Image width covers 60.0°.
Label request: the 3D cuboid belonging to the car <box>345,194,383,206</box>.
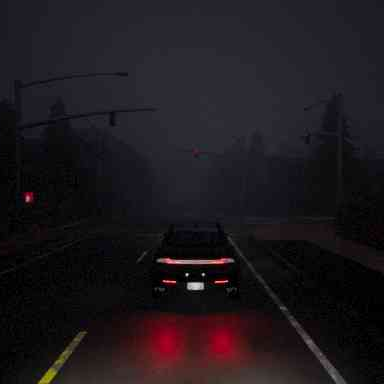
[{"bbox_3d":[15.881,1.202,28.964,5.566,2.045,2.150,0,0,-8],"label":"car"}]

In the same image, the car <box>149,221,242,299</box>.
[{"bbox_3d":[0.084,1.491,8.444,2.128,1.511,4.902,0,0,0],"label":"car"}]
